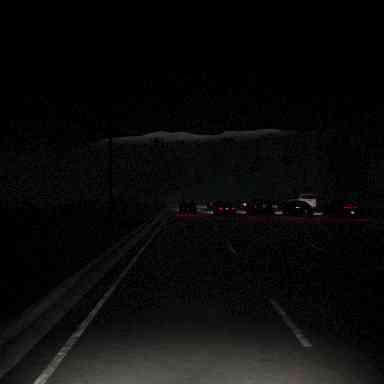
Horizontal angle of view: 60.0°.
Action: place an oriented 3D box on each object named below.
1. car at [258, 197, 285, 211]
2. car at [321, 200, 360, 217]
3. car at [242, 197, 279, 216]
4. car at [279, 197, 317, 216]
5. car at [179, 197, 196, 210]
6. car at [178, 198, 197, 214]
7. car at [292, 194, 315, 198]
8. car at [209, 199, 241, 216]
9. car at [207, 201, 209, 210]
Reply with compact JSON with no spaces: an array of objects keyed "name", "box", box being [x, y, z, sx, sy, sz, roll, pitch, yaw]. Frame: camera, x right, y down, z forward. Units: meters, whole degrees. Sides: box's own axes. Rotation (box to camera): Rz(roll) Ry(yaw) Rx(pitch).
[{"name":"car","box":[9.956,1.491,42.109,2.128,1.511,4.902,0,0,-1]},{"name":"car","box":[13.636,1.504,30.720,1.837,1.490,4.892,0,0,-1]},{"name":"car","box":[6.602,1.352,32.670,2.097,1.767,4.553,0,0,-1]},{"name":"car","box":[10.115,1.526,31.936,1.812,1.442,4.674,0,0,-1]},{"name":"car","box":[-0.592,1.491,44.980,2.128,1.511,4.902,0,0,-1]},{"name":"car","box":[-0.441,1.492,35.567,2.128,1.511,4.902,0,0,-1]},{"name":"car","box":[13.478,1.221,41.065,2.150,2.045,5.566,0,0,-1]},{"name":"car","box":[3.110,1.547,32.491,2.033,1.411,5.357,0,0,-1]},{"name":"car","box":[2.936,1.601,43.211,1.895,1.301,4.718,0,0,-1]}]
